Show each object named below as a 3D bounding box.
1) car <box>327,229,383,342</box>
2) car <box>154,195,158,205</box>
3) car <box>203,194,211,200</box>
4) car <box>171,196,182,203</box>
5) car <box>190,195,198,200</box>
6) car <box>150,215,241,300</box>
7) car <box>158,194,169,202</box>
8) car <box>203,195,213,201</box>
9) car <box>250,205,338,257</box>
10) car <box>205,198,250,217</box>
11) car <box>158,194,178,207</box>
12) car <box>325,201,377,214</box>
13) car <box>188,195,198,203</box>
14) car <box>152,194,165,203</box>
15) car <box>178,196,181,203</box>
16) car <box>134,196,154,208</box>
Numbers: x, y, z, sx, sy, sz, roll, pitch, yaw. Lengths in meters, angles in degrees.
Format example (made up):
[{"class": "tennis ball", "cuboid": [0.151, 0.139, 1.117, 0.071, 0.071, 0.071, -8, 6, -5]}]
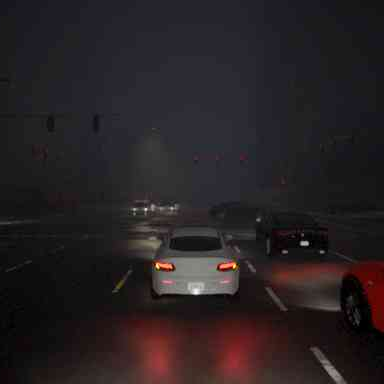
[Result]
[{"class": "car", "cuboid": [3.604, 1.350, 3.919, 2.097, 1.767, 4.553, 0, 0, 0]}, {"class": "car", "cuboid": [-7.060, 1.460, 58.049, 2.128, 1.511, 4.902, 0, 0, 1]}, {"class": "car", "cuboid": [4.042, 1.429, 89.213, 1.882, 1.535, 5.008, 0, 0, 1]}, {"class": "car", "cuboid": [-3.263, 1.501, 70.996, 2.033, 1.411, 5.357, 0, 0, 1]}, {"class": "car", "cuboid": [0.543, 1.547, 89.301, 1.895, 1.301, 4.718, 0, 0, 1]}, {"class": "car", "cuboid": [0.067, 1.521, 8.250, 1.812, 1.442, 4.674, 0, 0, 0]}, {"class": "car", "cuboid": [-6.643, 1.298, 78.197, 2.097, 1.767, 4.553, 0, 0, 1]}, {"class": "car", "cuboid": [3.873, 1.435, 79.099, 1.882, 1.535, 5.008, 0, 0, 1]}, {"class": "car", "cuboid": [3.654, 1.470, 12.958, 1.882, 1.535, 5.008, 0, 0, 2]}, {"class": "car", "cuboid": [3.822, 1.462, 27.514, 5.008, 1.535, 1.882, 0, 0, 0]}, {"class": "car", "cuboid": [-3.674, 1.450, 51.174, 1.882, 1.535, 5.008, 0, 0, 1]}, {"class": "car", "cuboid": [16.431, 1.582, 34.622, 4.718, 1.301, 1.895, 0, 0, 0]}, {"class": "car", "cuboid": [0.249, 1.565, 65.655, 1.895, 1.301, 4.718, 0, 0, 1]}, {"class": "car", "cuboid": [-6.823, 1.315, 68.108, 2.097, 1.767, 4.553, 0, 0, 1]}, {"class": "car", "cuboid": [-3.510, 1.472, 60.401, 1.837, 1.490, 4.892, 0, 0, 1]}, {"class": "car", "cuboid": [-7.212, 1.451, 48.782, 1.882, 1.535, 5.008, 0, 0, 1]}]
